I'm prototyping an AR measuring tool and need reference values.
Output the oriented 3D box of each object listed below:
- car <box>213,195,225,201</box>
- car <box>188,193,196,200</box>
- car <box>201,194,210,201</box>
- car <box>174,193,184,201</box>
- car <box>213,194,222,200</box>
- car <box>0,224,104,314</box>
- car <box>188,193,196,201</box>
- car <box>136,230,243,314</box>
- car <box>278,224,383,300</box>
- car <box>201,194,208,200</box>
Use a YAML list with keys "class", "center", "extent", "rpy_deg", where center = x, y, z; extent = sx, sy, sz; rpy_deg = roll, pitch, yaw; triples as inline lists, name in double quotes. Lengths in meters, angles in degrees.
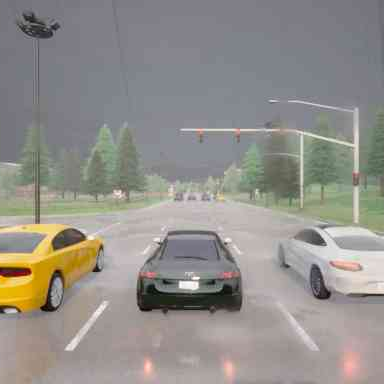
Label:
- class: "car"
  center: [6.997, 1.469, 81.668]
  extent: [1.882, 1.535, 5.008]
  rpy_deg: [0, 0, 0]
- class: "car"
  center: [-0.004, 1.187, 92.058]
  extent: [2.097, 1.767, 4.553]
  rpy_deg: [0, 0, 0]
- class: "car"
  center: [3.497, 1.544, 82.085]
  extent: [1.994, 1.385, 4.181]
  rpy_deg: [0, 0, 0]
- class: "car"
  center: [-3.503, 1.587, 82.115]
  extent: [1.895, 1.301, 4.718]
  rpy_deg: [0, 0, 0]
- class: "car"
  center: [6.996, 1.384, 92.088]
  extent: [1.994, 1.385, 4.181]
  rpy_deg: [0, 0, 0]
- class: "car"
  center: [-3.488, 1.478, 7.738]
  extent: [1.882, 1.535, 5.008]
  rpy_deg: [0, 0, 0]
- class: "car"
  center: [-0.003, 1.347, 82.055]
  extent: [2.097, 1.767, 4.553]
  rpy_deg: [0, 0, 0]
- class: "car"
  center: [0.001, 1.564, 7.709]
  extent: [1.994, 1.385, 4.181]
  rpy_deg: [0, 0, 2]
- class: "car"
  center: [3.518, 1.526, 8.283]
  extent: [1.812, 1.442, 4.674]
  rpy_deg: [0, 0, 1]
- class: "car"
  center: [3.496, 1.332, 92.088]
  extent: [1.837, 1.490, 4.892]
  rpy_deg: [0, 0, 0]
